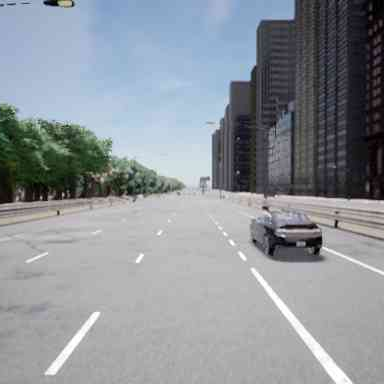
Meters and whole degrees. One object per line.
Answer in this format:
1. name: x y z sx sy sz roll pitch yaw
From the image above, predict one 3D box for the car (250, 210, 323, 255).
1. car: 3.518 1.470 13.174 2.128 1.511 4.902 0 0 0
